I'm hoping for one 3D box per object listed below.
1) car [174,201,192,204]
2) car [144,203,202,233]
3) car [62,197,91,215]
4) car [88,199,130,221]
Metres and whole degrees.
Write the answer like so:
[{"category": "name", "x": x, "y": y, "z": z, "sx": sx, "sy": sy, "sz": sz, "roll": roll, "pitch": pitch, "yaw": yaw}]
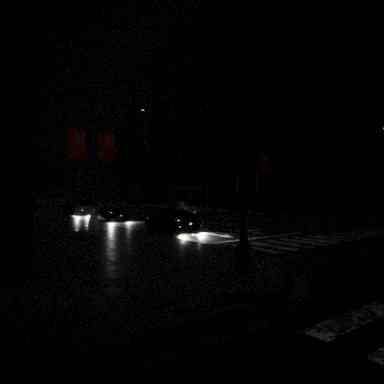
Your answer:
[{"category": "car", "x": -1.107, "y": 1.628, "z": 31.631, "sx": 1.812, "sy": 1.442, "sz": 4.674, "roll": 0, "pitch": 0, "yaw": -36}, {"category": "car", "x": -1.236, "y": 1.618, "z": 20.324, "sx": 1.994, "sy": 1.385, "sz": 4.181, "roll": 0, "pitch": 0, "yaw": -36}, {"category": "car", "x": -12.737, "y": 1.622, "z": 36.348, "sx": 2.128, "sy": 1.511, "sz": 4.902, "roll": 0, "pitch": 0, "yaw": -35}, {"category": "car", "x": -6.971, "y": 1.618, "z": 28.312, "sx": 1.812, "sy": 1.442, "sz": 4.674, "roll": 0, "pitch": 0, "yaw": -36}]
